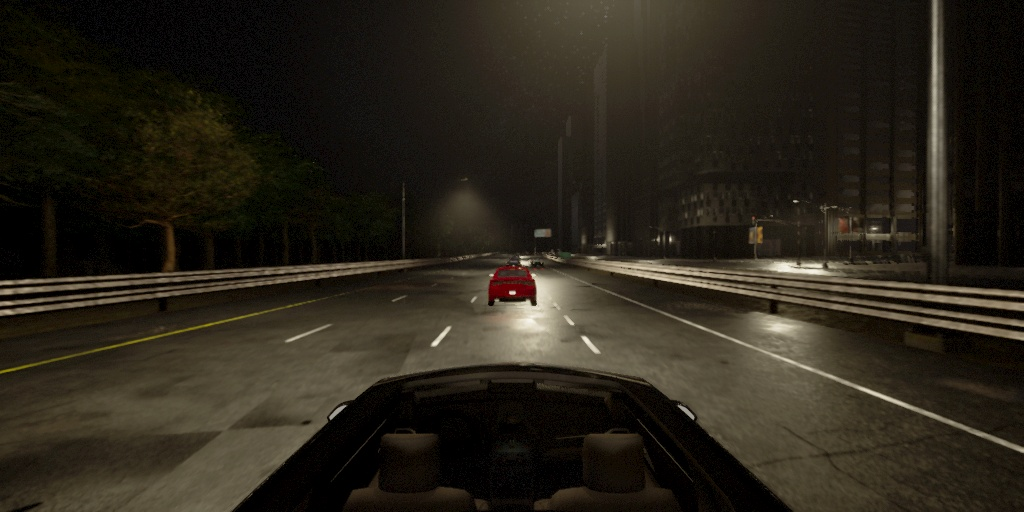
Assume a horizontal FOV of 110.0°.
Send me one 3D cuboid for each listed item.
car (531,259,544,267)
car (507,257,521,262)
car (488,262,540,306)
[{"bbox_3d":[3.934,1.131,56.681,1.895,1.301,4.718,0,0,1],"label":"car"},{"bbox_3d":[0.216,1.150,45.726,1.994,1.385,4.181,0,0,1],"label":"car"},{"bbox_3d":[0.025,1.204,15.739,1.882,1.535,5.008,0,0,0],"label":"car"}]
